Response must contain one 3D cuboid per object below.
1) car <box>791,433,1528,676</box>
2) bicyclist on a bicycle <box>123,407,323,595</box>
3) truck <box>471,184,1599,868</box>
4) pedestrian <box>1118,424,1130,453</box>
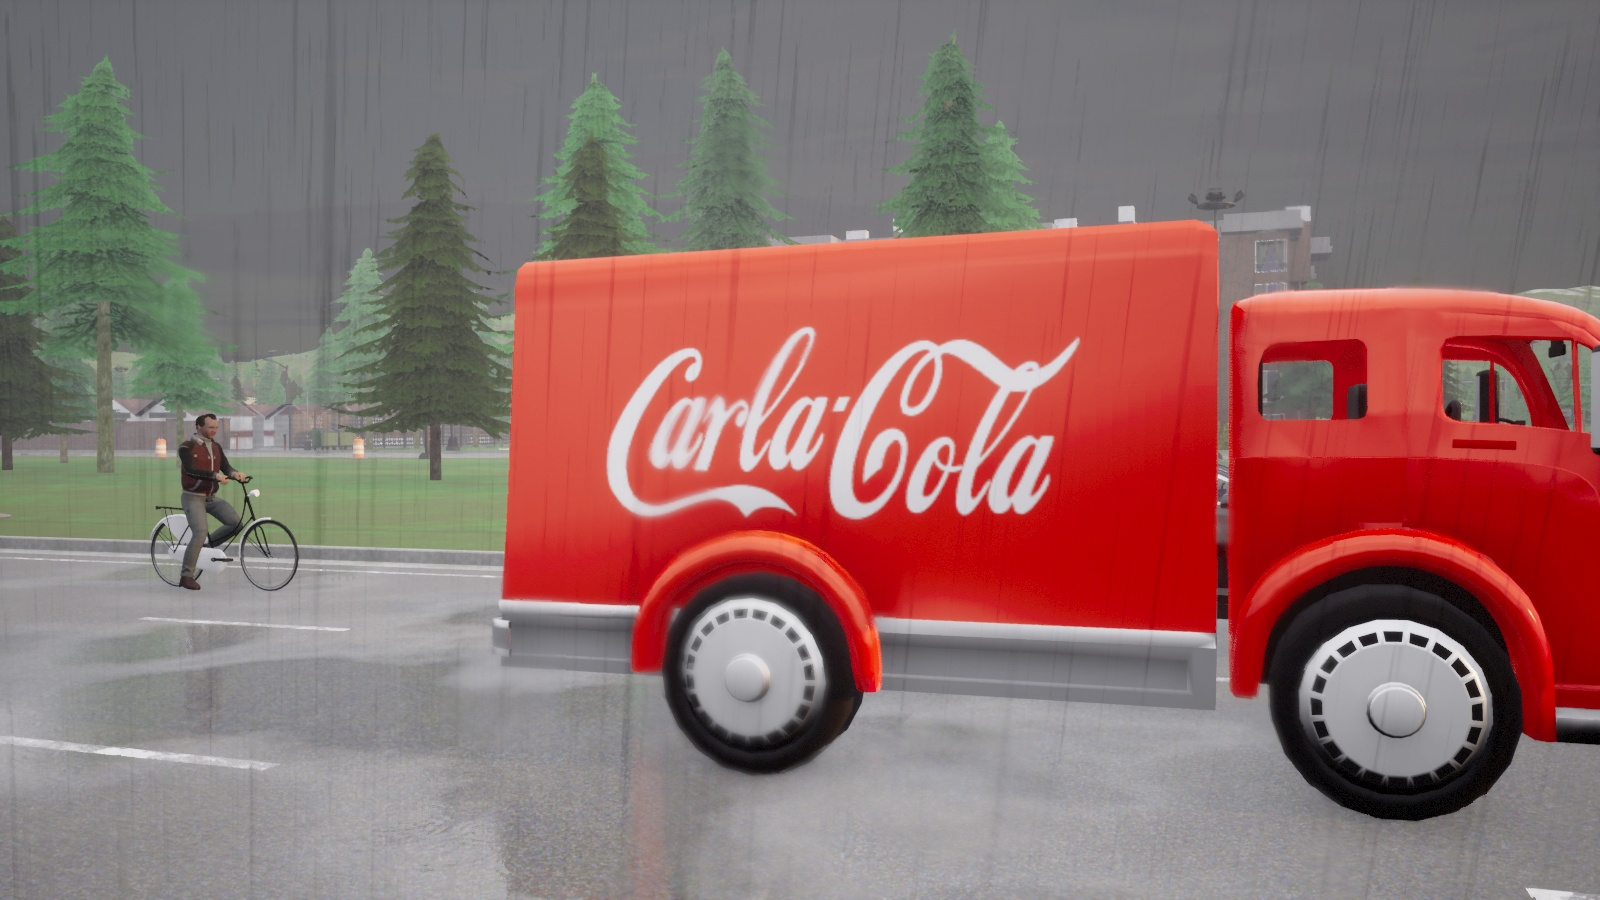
[{"bbox_3d":[2.596,0.637,9.704,4.902,1.511,2.128,1,1,19],"label":"car"},{"bbox_3d":[-5.743,0.475,12.509,1.843,1.776,0.659,0,1,19],"label":"bicyclist on a bicycle"},{"bbox_3d":[1.309,0.242,6.438,5.204,2.467,2.627,1,1,19],"label":"truck"},{"bbox_3d":[20.660,-0.749,80.053,0.706,1.836,0.354,1,1,19],"label":"pedestrian"}]
